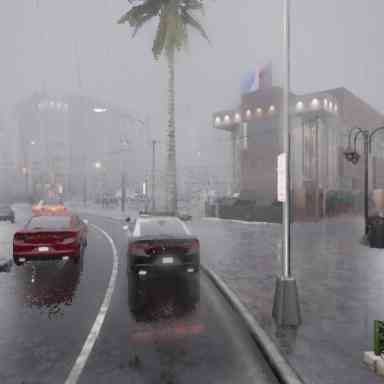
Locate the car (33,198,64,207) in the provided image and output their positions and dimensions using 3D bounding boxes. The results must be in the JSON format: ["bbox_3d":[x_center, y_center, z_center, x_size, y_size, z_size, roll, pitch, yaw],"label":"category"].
[{"bbox_3d":[-11.324,1.341,26.393,2.097,1.767,4.553,0,0,-32],"label":"car"}]

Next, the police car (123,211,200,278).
[{"bbox_3d":[-1.110,1.423,10.451,1.930,1.638,5.238,0,0,-12],"label":"police car"}]

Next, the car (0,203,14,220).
[{"bbox_3d":[-14.831,1.549,25.426,1.994,1.385,4.181,0,0,-33],"label":"car"}]

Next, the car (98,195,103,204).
[{"bbox_3d":[-14.576,1.238,56.454,4.553,1.767,2.185,0,0,42],"label":"car"}]

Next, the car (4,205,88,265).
[{"bbox_3d":[-4.847,1.473,11.920,1.882,1.535,5.008,0,0,-14],"label":"car"}]
